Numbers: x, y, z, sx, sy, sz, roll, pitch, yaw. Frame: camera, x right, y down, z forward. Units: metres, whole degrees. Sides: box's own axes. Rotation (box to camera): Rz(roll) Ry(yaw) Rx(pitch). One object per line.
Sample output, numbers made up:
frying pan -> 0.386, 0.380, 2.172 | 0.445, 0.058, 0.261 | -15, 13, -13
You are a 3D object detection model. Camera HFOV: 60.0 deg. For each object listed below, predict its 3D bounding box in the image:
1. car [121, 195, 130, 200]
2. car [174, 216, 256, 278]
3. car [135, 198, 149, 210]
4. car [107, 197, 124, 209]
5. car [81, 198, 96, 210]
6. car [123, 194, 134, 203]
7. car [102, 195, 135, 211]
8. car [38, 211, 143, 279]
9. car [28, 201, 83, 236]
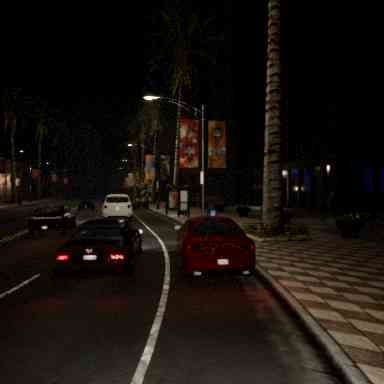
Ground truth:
car -> -18.411, 1.490, 91.856 | 2.161, 1.482, 4.786 | 0, 0, -14
car -> 0.522, 1.475, 10.218 | 1.882, 1.535, 5.008 | 0, 0, -5
car -> -6.544, 1.471, 41.942 | 2.231, 1.521, 4.892 | 0, 0, -14
car -> -10.662, 1.479, 46.216 | 2.128, 1.511, 4.902 | 0, 0, -14
car -> -13.272, 1.513, 42.098 | 1.812, 1.442, 4.674 | 0, 0, -14
car -> -13.505, 1.336, 70.481 | 2.185, 1.767, 4.553 | 0, 0, -14
car -> -6.006, 1.216, 26.629 | 2.150, 2.045, 5.566 | 0, 0, -13
car -> -2.578, 1.544, 10.087 | 2.033, 1.411, 5.357 | 0, 0, -5
car -> -7.646, 1.485, 18.493 | 2.128, 1.511, 4.902 | 0, 0, -12
